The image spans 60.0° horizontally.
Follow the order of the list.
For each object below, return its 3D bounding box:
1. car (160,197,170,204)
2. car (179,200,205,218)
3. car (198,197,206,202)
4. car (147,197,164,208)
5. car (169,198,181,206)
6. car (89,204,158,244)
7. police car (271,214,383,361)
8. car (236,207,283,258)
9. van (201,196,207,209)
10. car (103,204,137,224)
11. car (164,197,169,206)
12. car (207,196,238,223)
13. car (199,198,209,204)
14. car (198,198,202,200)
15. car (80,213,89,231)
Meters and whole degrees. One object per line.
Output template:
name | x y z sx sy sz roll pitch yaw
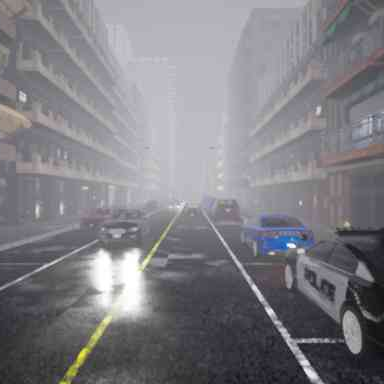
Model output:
car | -5.799 1.823 72.310 1.967 1.590 4.097 0 0 0
car | 0.031 1.764 31.781 1.895 1.301 4.718 0 0 0
car | 2.555 2.031 89.372 2.008 1.369 4.403 0 0 0
car | -5.764 1.803 49.581 1.887 1.381 4.507 0 0 0
car | -3.096 1.863 62.135 1.812 1.442 4.674 0 0 0
car | -3.127 1.574 16.276 2.128 1.511 4.902 0 0 0
police car | 3.123 1.456 6.120 1.930 1.638 5.238 0 0 0
car | 3.119 1.544 13.010 1.882 1.535 5.008 0 0 0
van | 2.617 1.599 49.597 1.690 1.788 3.998 0 0 0
car | -5.730 1.719 26.851 1.802 1.307 4.206 0 0 0
car | -5.782 1.870 60.946 2.008 1.369 4.403 0 0 0
car | 2.651 1.452 26.868 2.192 1.841 5.009 0 0 0
car | 2.581 1.949 72.325 1.947 1.339 4.313 0 0 0
car | -0.002 1.835 45.202 1.895 1.301 4.718 0 0 0
car | -5.720 1.653 21.169 1.887 1.381 4.507 0 0 0
